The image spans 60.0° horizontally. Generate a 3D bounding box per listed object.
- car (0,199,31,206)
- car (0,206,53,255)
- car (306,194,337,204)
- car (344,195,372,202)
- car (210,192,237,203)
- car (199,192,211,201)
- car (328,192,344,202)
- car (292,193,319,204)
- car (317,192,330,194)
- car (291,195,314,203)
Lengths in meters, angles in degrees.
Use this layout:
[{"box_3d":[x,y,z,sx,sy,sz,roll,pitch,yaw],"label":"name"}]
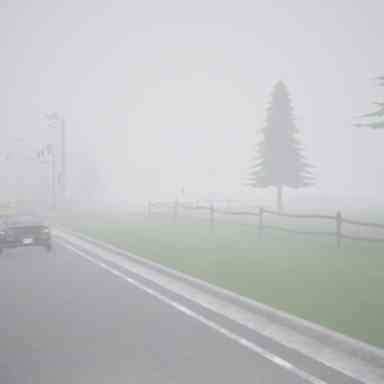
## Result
[{"box_3d":[-15.039,1.362,27.810,1.882,1.535,5.008,-1,0,-7],"label":"car"},{"box_3d":[-6.788,1.472,13.111,1.812,1.442,4.674,0,0,-34],"label":"car"},{"box_3d":[21.743,1.411,55.821,4.181,1.385,1.994,0,0,-34],"label":"car"},{"box_3d":[31.518,1.320,62.415,5.357,1.411,2.033,0,0,-33],"label":"car"},{"box_3d":[6.408,1.150,63.560,4.553,1.767,2.097,0,0,-34],"label":"car"},{"box_3d":[4.067,1.005,66.169,5.566,2.045,2.150,0,0,-34],"label":"car"},{"box_3d":[29.594,1.308,65.339,5.357,1.411,2.033,0,0,-33],"label":"car"},{"box_3d":[19.656,1.337,58.637,4.892,1.490,1.837,0,0,-34],"label":"car"},{"box_3d":[27.696,0.980,68.278,5.566,2.045,2.150,0,0,-33],"label":"car"},{"box_3d":[21.284,1.381,63.975,4.181,1.385,1.994,0,0,-33],"label":"car"}]
